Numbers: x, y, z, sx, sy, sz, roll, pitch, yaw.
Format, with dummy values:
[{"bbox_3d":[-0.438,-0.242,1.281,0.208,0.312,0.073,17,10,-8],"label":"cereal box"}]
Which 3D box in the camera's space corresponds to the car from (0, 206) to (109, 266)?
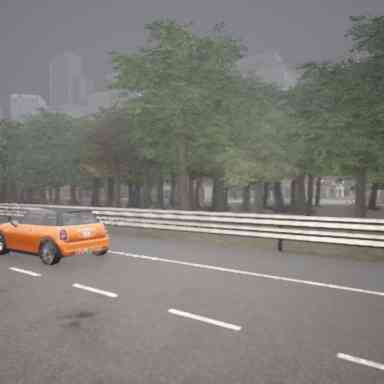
[{"bbox_3d":[-5.069,1.352,11.794,4.553,1.767,2.097,0,0,36],"label":"car"}]
